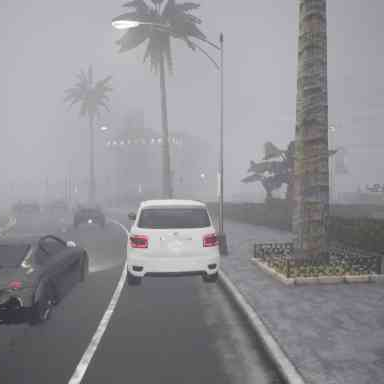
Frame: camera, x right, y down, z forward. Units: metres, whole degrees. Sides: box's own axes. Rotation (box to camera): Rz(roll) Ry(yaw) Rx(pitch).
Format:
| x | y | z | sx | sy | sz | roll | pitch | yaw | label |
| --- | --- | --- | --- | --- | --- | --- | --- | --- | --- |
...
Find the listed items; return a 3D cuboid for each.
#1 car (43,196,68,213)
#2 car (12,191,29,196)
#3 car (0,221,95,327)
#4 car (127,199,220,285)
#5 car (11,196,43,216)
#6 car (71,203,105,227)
| x | y | z | sx | sy | sz | roll | pitch | yaw | label |
| --- | --- | --- | --- | --- | --- | --- | --- | --- | --- |
| -15.321 | 1.492 | 36.863 | 1.837 | 1.490 | 4.892 | 1 | 0 | -40 | car |
| -37.893 | 1.221 | 71.704 | 4.553 | 1.767 | 2.185 | 0 | 0 | 21 | car |
| -3.543 | 1.561 | 6.999 | 1.994 | 1.385 | 4.181 | 0 | 0 | -5 | car |
| -0.676 | 1.219 | 9.688 | 2.150 | 2.045 | 5.566 | 0 | 0 | -7 | car |
| -16.533 | 1.463 | 32.893 | 1.882 | 1.535 | 5.008 | 0 | 0 | -36 | car |
| -6.934 | 1.499 | 22.277 | 1.837 | 1.490 | 4.892 | 1 | 0 | -19 | car |
